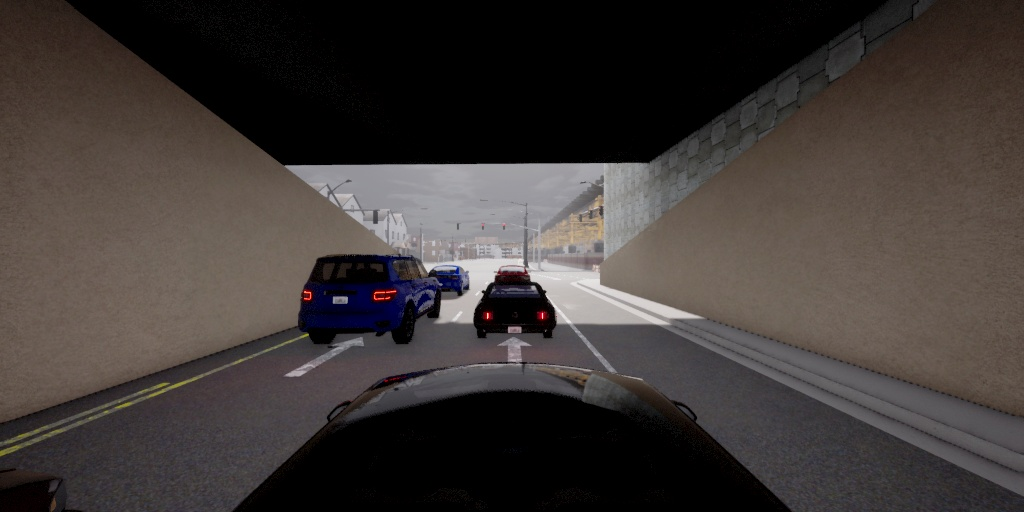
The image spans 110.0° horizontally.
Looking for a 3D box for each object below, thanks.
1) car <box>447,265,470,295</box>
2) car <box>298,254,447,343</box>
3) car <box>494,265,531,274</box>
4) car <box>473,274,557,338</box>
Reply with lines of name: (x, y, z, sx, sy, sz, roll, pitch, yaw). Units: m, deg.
car: (-3.480, 1.228, 19.752, 1.882, 1.535, 5.008, 0, 0, 0)
car: (-3.435, 0.971, 9.815, 2.150, 2.045, 5.566, 0, 0, 0)
car: (0.021, 1.228, 19.500, 1.882, 1.535, 5.008, 0, 0, 0)
car: (0.061, 1.351, 10.163, 1.895, 1.301, 4.718, 0, 0, 0)
